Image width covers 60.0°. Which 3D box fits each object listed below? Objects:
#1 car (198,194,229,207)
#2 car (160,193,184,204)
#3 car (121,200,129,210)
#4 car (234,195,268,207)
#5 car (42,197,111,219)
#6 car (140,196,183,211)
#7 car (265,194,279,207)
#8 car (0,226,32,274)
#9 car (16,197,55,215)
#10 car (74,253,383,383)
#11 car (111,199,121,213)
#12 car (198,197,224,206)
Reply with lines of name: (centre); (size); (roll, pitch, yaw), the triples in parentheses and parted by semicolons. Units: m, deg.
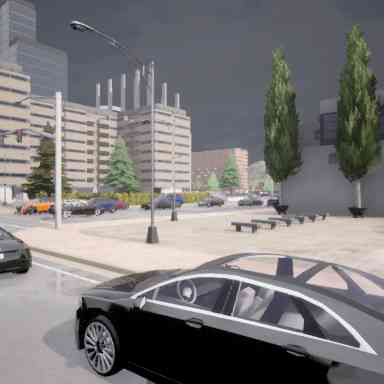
car: (2.845, 1.491, 49.741); (2.128, 1.511, 4.902); (0, 0, 41)
car: (-3.575, 1.221, 47.686); (2.150, 2.045, 5.566); (0, 0, 41)
car: (-9.733, 1.564, 40.577); (1.994, 1.385, 4.181); (0, 0, 41)
car: (9.160, 1.547, 51.399); (2.033, 1.411, 5.357); (0, 0, 41)
car: (-10.050, 1.491, 29.220); (2.128, 1.511, 4.902); (0, 0, 41)
car: (-3.967, 1.547, 41.895); (2.033, 1.411, 5.357); (0, 0, 41)
car: (13.289, 1.478, 50.820); (1.882, 1.535, 5.008); (0, 0, 41)
car: (-6.318, 1.564, 9.473); (4.181, 1.385, 1.994); (0, 0, 40)
car: (-15.432, 1.352, 34.102); (2.097, 1.767, 4.553); (0, 0, 42)
car: (0.588, 1.492, 3.855); (4.902, 1.511, 2.128); (0, 0, 37)
car: (-10.170, 1.352, 34.733); (2.097, 1.767, 4.553); (0, 0, 41)
car: (3.141, 1.526, 55.403); (1.812, 1.442, 4.674); (0, 0, 41)
